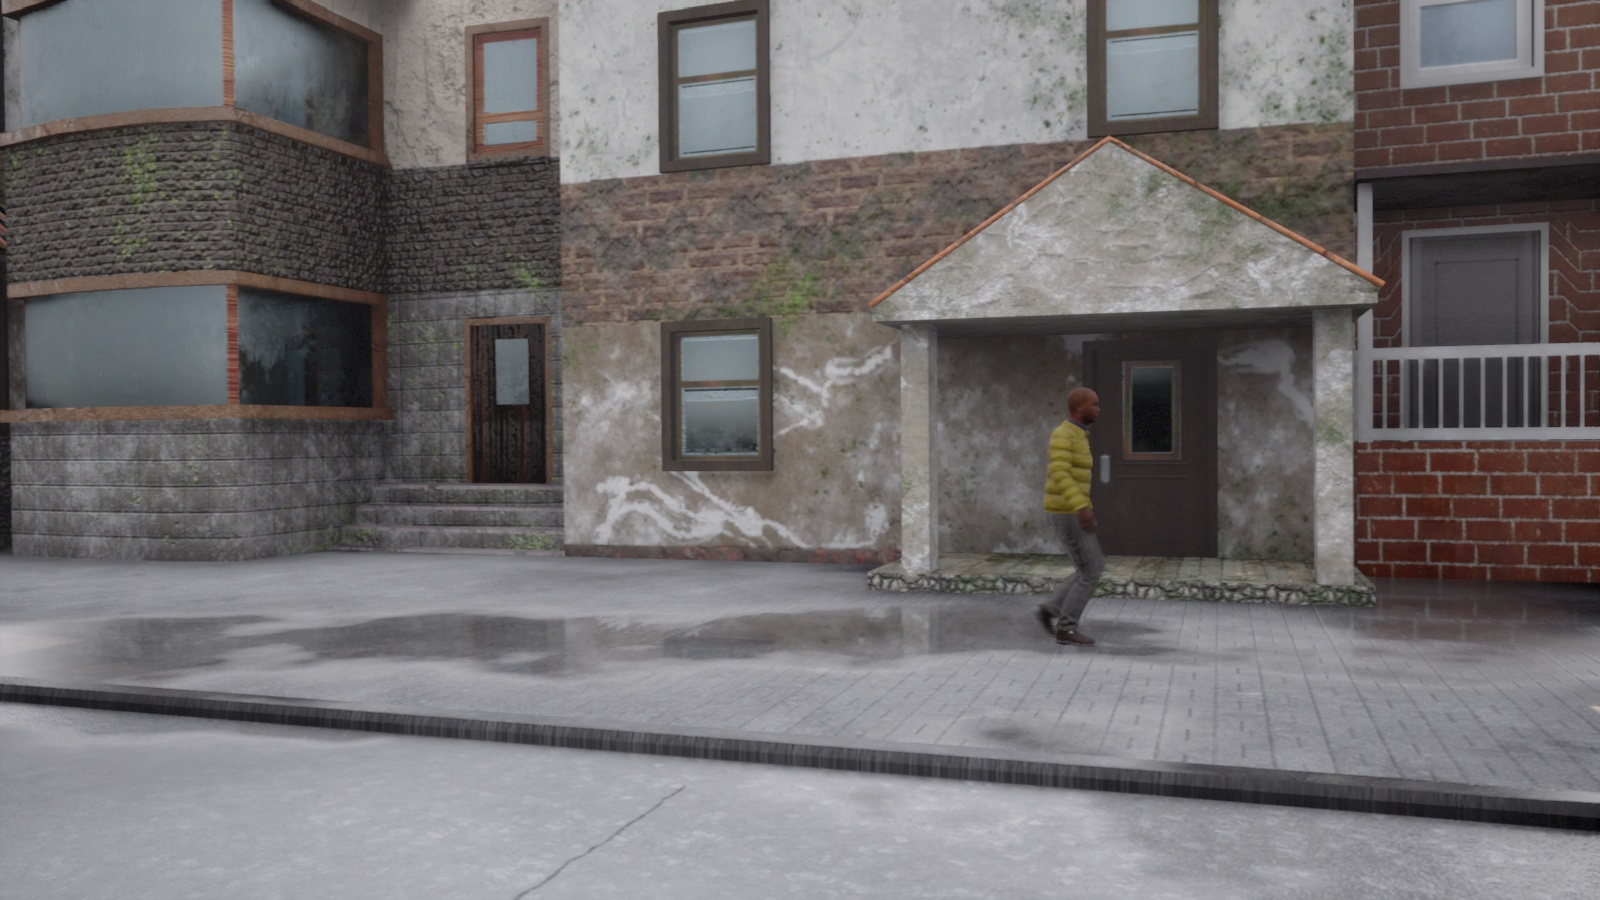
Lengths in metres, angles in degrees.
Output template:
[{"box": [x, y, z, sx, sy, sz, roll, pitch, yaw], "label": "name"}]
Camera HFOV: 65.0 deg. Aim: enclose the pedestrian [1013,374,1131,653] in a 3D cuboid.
[{"box": [1.854, 0.414, 8.550, 0.726, 1.835, 0.370, 0, 1, 21], "label": "pedestrian"}]
